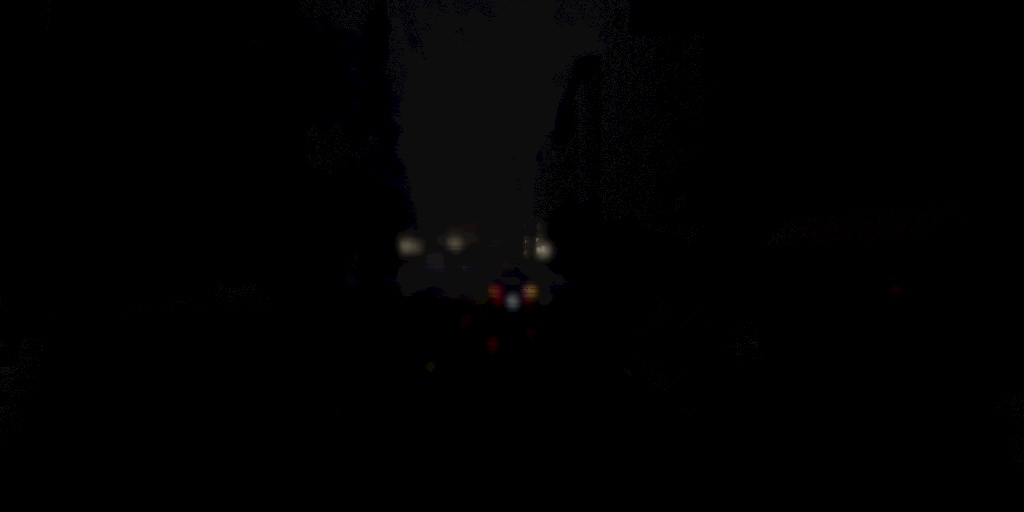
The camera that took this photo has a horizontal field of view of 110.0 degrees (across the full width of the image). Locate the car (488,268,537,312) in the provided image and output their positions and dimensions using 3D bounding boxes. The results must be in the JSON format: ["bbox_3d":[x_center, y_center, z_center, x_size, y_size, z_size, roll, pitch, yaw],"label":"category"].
[{"bbox_3d":[0.048,1.419,14.890,1.812,1.442,4.674,0,0,1],"label":"car"}]

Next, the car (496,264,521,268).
[{"bbox_3d":[0.043,1.555,29.225,2.128,1.511,4.902,0,-1,1],"label":"car"}]

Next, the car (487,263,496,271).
[{"bbox_3d":[-3.043,1.952,59.884,1.812,1.442,4.674,0,-1,1],"label":"car"}]
